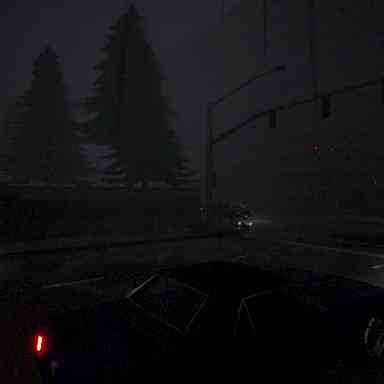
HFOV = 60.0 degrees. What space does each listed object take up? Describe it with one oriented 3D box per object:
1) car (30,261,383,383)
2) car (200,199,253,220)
[{"bbox_3d":[0.661,1.601,4.254,4.718,1.301,1.895,0,0,-35],"label":"car"},{"bbox_3d":[2.887,1.602,29.275,2.033,1.411,5.357,0,0,-35],"label":"car"}]
